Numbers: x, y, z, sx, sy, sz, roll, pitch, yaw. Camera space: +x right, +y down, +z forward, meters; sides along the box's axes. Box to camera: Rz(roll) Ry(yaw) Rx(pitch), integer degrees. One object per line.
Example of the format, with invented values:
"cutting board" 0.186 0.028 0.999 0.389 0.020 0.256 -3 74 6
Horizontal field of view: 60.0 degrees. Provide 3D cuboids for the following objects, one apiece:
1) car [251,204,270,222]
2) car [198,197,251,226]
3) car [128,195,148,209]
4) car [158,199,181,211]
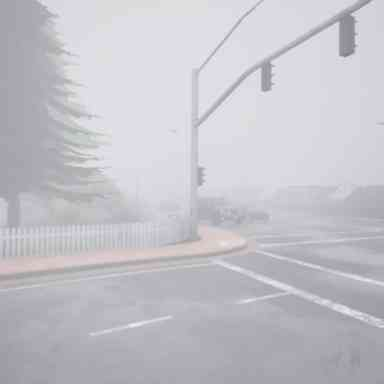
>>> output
"car" 4.614 1.719 28.349 1.882 1.535 5.008 1 0 -25
"car" 1.902 1.429 25.882 2.150 2.045 5.566 1 0 -25
"car" -7.939 1.474 47.166 2.150 2.045 5.566 1 0 -25
"car" -3.102 1.781 45.031 1.837 1.490 4.892 1 0 -25
